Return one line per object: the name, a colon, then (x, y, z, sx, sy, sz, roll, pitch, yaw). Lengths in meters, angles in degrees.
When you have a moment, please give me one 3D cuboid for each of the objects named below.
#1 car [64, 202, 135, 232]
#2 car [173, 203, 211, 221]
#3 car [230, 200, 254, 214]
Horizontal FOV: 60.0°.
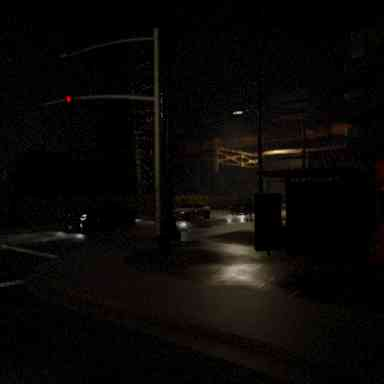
car: (-5.804, 1.481, 21.203, 2.097, 1.767, 4.553, -1, -1, 36)
car: (-0.098, 1.663, 29.056, 1.812, 1.442, 4.674, -1, -1, 36)
car: (6.068, 1.625, 37.549, 1.882, 1.535, 5.008, -1, -1, 36)
